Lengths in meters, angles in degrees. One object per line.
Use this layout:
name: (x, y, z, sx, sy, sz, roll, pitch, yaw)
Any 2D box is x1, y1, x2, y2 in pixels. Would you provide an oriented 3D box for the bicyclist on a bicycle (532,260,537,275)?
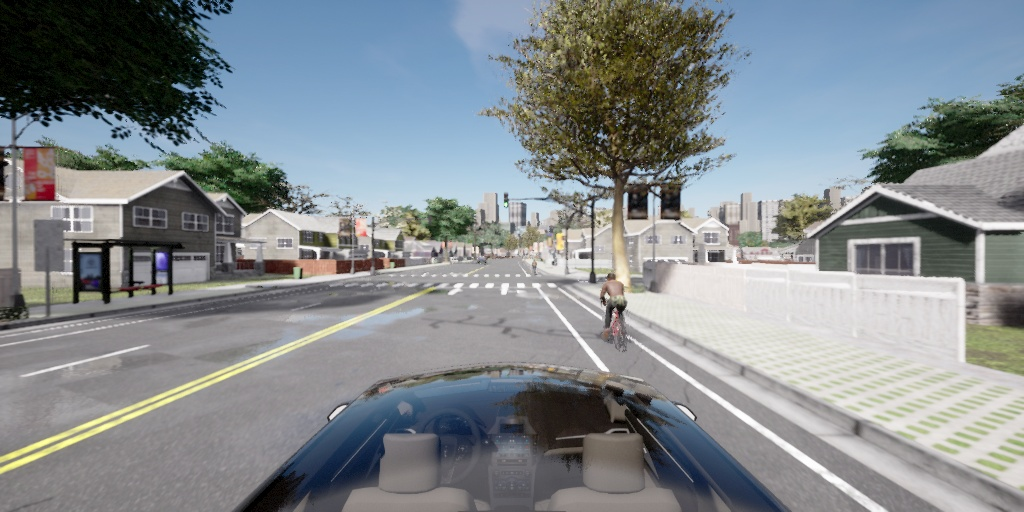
bicyclist on a bicycle: (2.253, 1.202, 35.945, 0.582, 1.620, 1.656, 0, 0, 0)

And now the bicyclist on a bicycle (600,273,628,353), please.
bicyclist on a bicycle: (2.250, 1.204, 7.955, 0.582, 1.620, 1.656, 0, 0, 0)
